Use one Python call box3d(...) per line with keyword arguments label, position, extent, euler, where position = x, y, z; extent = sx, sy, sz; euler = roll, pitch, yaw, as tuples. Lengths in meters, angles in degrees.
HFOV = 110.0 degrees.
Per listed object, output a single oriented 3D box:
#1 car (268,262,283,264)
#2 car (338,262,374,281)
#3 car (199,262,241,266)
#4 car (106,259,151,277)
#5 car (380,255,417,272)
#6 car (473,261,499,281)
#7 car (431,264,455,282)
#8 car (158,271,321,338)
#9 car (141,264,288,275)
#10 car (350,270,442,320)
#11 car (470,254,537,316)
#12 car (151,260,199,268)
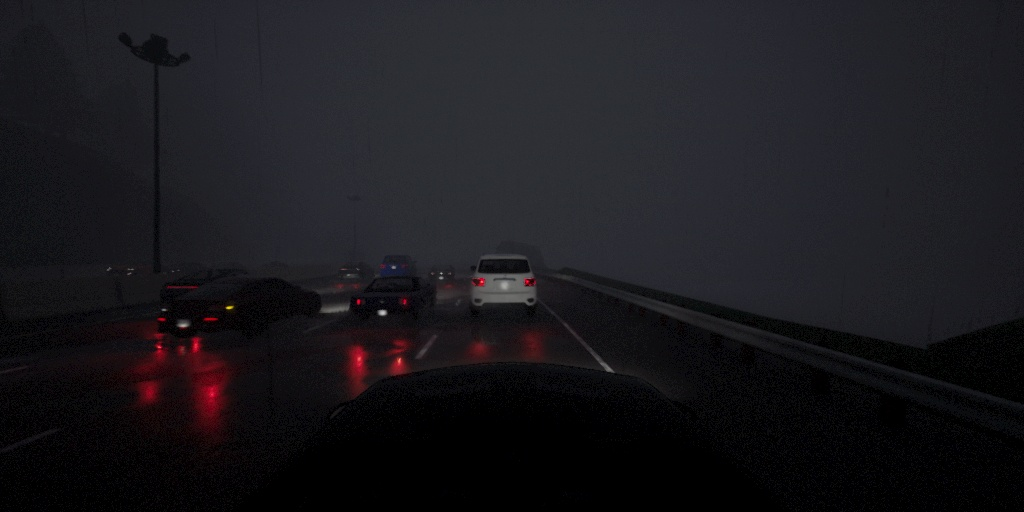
box3d(label="car", position=(-25.181, 1.306, 38.014), extent=(1.994, 1.385, 4.181), euler=(0, 0, -12))
box3d(label="car", position=(-12.741, 1.220, 29.579), extent=(2.128, 1.511, 4.902), euler=(0, 0, -9))
box3d(label="car", position=(-28.235, 1.280, 35.560), extent=(1.812, 1.442, 4.674), euler=(0, 0, -12))
box3d(label="car", position=(-34.963, 1.127, 33.493), extent=(2.097, 1.767, 4.553), euler=(0, 0, -12))
box3d(label="car", position=(-9.109, 0.940, 29.089), extent=(2.150, 2.045, 5.566), euler=(0, 0, -8))
box3d(label="car", position=(-2.310, 1.204, 30.824), extent=(1.837, 1.490, 4.892), euler=(0, 0, -8))
box3d(label="car", position=(-5.513, 1.313, 28.578), extent=(1.895, 1.301, 4.718), euler=(0, 0, -8))
box3d(label="car", position=(-7.223, 1.278, 10.076), extent=(1.812, 1.442, 4.674), euler=(0, 0, -3))
box3d(label="car", position=(-10.962, 1.245, 14.060), extent=(2.128, 1.511, 4.902), euler=(0, 0, -4))
box3d(label="car", position=(-3.849, 1.340, 12.539), extent=(1.895, 1.301, 4.718), euler=(0, 0, -3))
box3d(label="car", position=(-0.381, 0.949, 13.425), extent=(2.150, 2.045, 5.566), euler=(0, 0, -3))
box3d(label="car", position=(-31.604, 1.270, 34.570), extent=(1.837, 1.490, 4.892), euler=(0, 0, -12))
